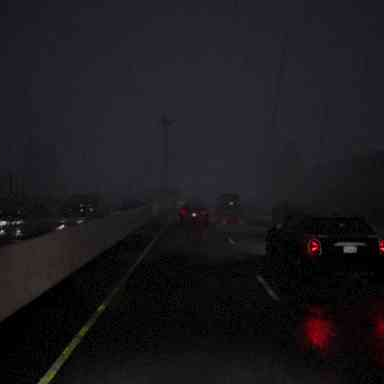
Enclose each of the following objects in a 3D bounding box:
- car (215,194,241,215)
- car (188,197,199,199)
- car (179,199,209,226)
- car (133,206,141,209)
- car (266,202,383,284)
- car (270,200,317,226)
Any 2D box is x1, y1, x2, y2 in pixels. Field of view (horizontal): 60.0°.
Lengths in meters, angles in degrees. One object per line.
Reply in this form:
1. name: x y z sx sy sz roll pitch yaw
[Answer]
1. car: 3.652 1.171 33.765 2.150 2.045 5.566 0 0 0
2. car: 0.166 1.412 42.967 1.882 1.535 5.008 0 0 0
3. car: 0.135 1.468 23.328 2.163 1.488 4.792 0 0 0
4. car: -7.031 1.502 39.407 1.994 1.385 4.181 0 0 0
5. car: 3.621 1.338 9.735 2.097 1.767 4.553 0 0 0
6. car: 7.137 1.443 23.982 1.882 1.535 5.008 0 0 0
